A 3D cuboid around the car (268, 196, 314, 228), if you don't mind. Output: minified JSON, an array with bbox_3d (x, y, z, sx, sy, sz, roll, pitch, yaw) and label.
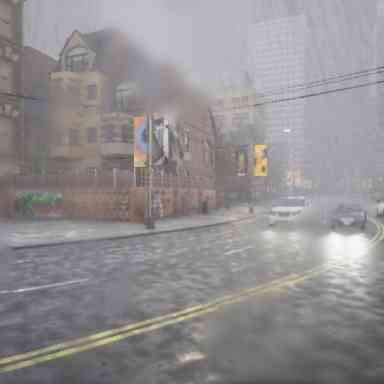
[{"bbox_3d":[6.918,1.323,22.742,2.150,2.045,5.566,0,0,29],"label":"car"}]

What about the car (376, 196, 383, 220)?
[{"bbox_3d":[16.464,1.255,26.918,2.150,2.045,5.566,0,0,22],"label":"car"}]

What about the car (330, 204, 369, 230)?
[{"bbox_3d":[10.005,1.517,21.093,2.128,1.511,4.902,0,0,29],"label":"car"}]
